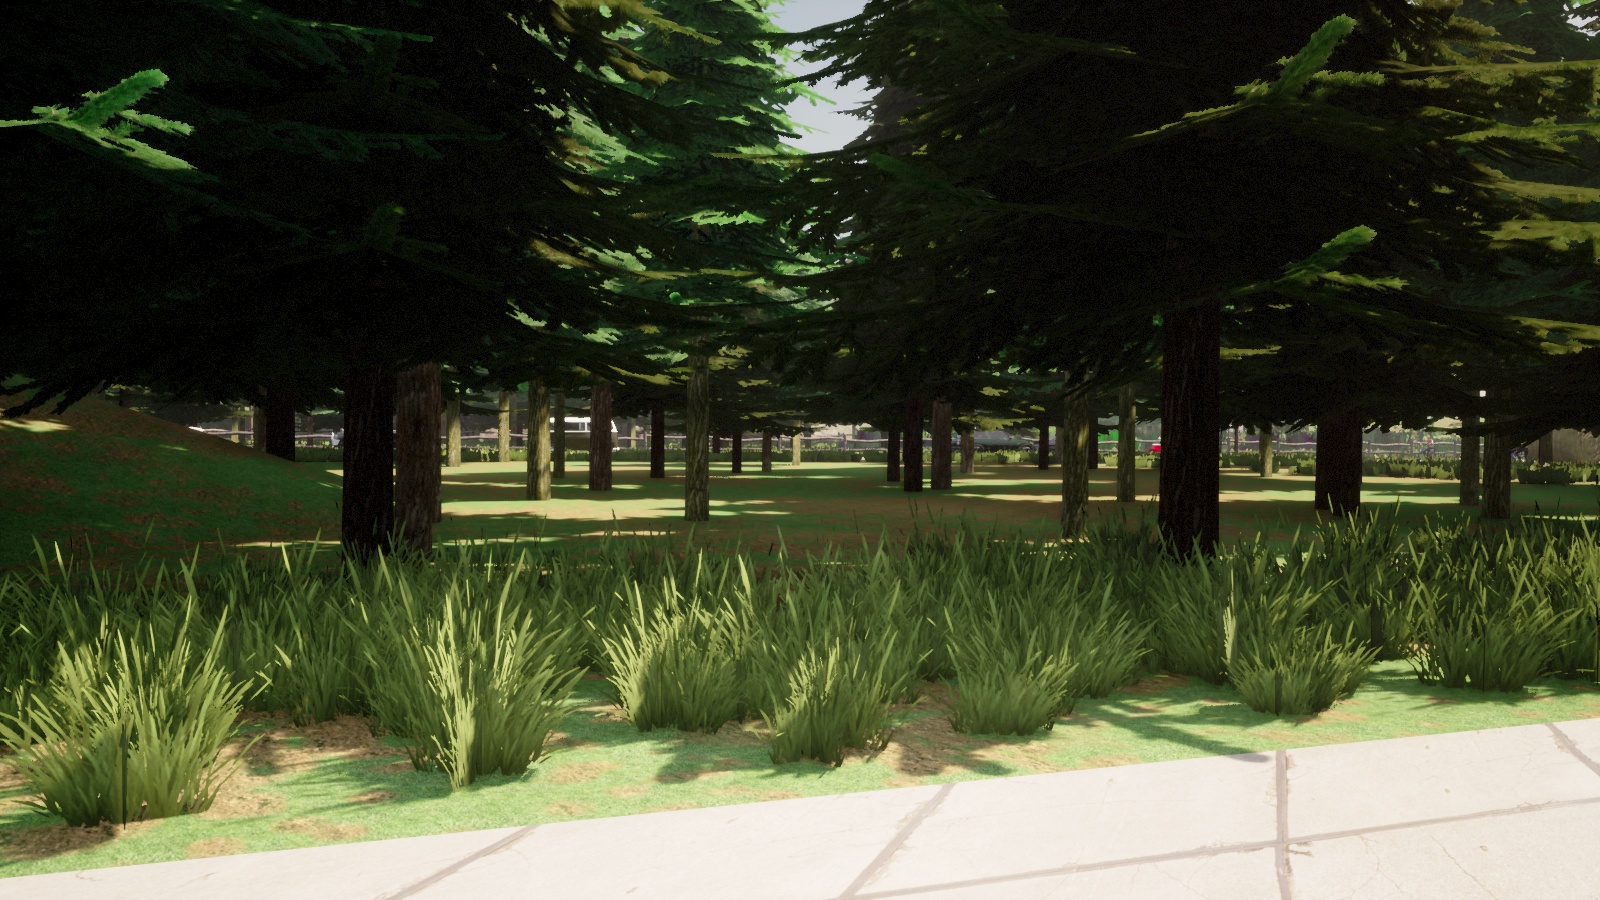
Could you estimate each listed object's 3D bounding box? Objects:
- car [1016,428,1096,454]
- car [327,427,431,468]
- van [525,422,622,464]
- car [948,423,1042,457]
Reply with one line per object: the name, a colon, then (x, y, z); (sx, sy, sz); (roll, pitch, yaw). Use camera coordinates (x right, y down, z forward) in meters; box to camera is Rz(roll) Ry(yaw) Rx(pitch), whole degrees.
car: (14.938, -0.549, 73.241); (4.193, 1.474, 1.816); (-1, 1, -19)
car: (-20.162, -0.146, 60.132); (4.605, 1.855, 1.932); (-1, 1, -21)
van: (-11.461, -0.387, 63.432); (4.480, 2.038, 2.069); (-1, 1, -21)
car: (10.550, -0.572, 67.993); (4.553, 1.767, 2.097); (-1, 1, -20)
